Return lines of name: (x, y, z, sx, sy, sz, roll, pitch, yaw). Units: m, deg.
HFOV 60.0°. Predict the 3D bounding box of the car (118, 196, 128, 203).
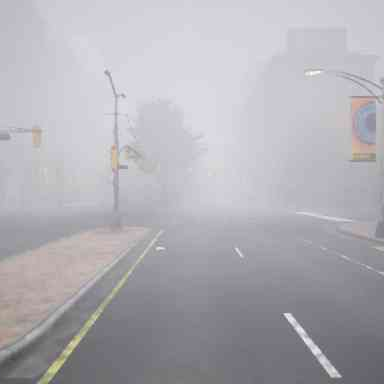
car: (-14.749, 1.593, 69.442, 1.895, 1.301, 4.718, 0, 0, 0)
